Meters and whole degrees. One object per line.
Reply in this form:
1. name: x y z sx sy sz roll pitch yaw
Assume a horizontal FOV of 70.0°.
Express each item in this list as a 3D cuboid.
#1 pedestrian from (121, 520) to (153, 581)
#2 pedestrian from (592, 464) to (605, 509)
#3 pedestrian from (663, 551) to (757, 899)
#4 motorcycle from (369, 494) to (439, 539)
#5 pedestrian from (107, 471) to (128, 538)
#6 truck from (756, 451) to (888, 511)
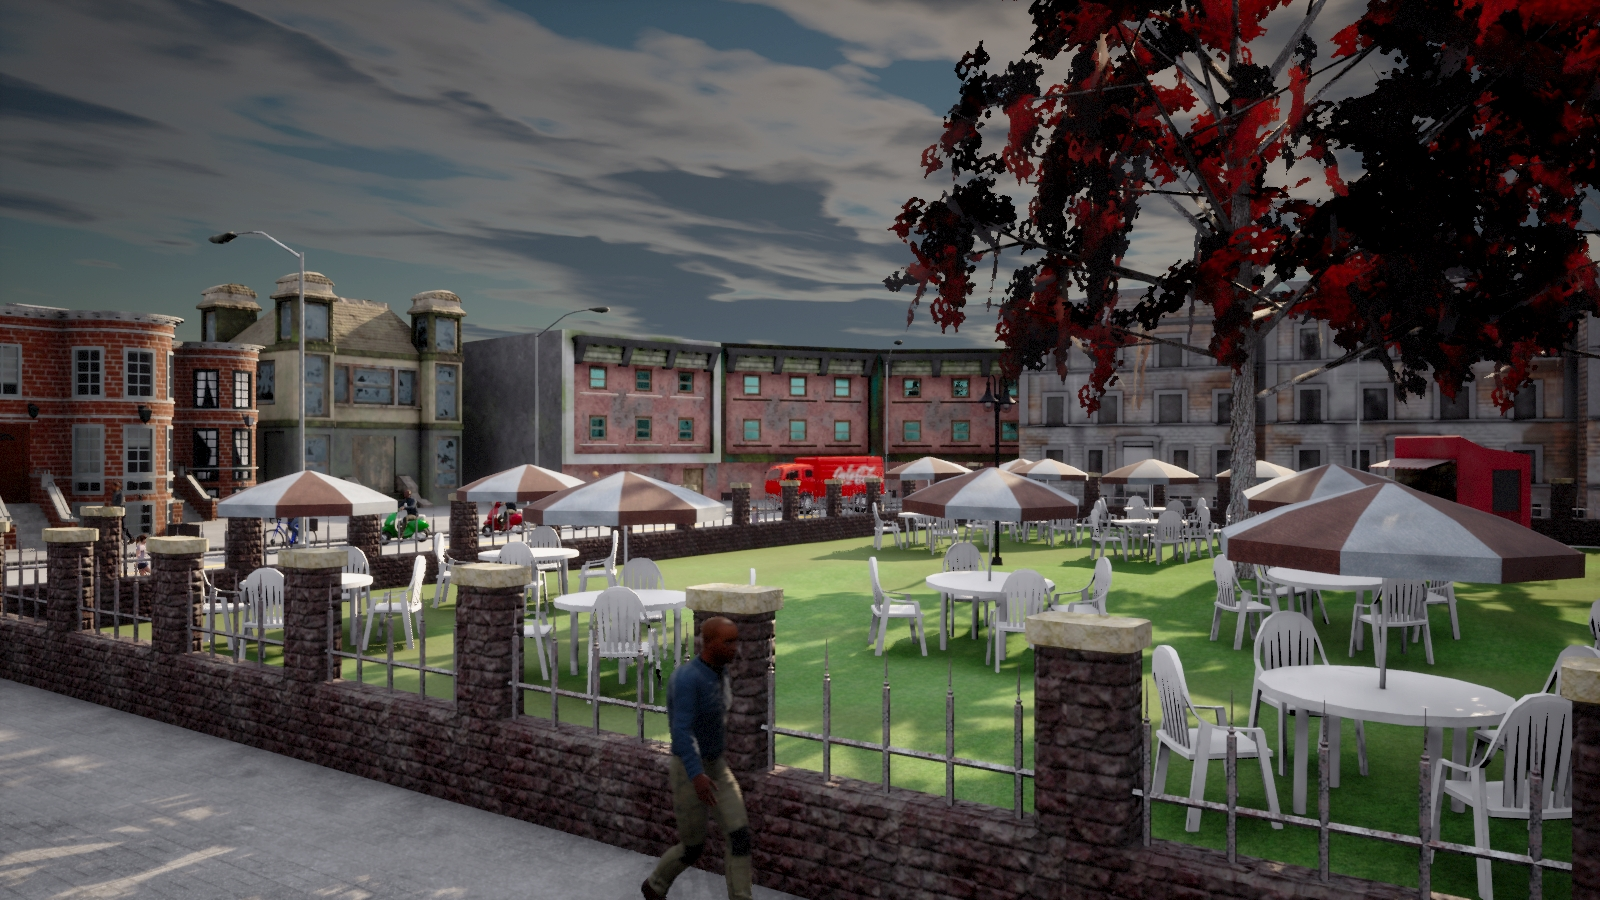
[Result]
1. pedestrian: -12.513 1.887 21.560 0.500 1.100 0.500 0 0 -34
2. pedestrian: -8.394 1.512 47.583 0.375 1.860 0.375 0 0 -39
3. pedestrian: -0.503 1.523 6.412 0.375 1.860 0.375 0 0 35
4. motorcycle: -11.759 1.950 33.969 0.856 1.236 1.805 0 0 35
5. pedestrian: -19.123 1.512 32.017 0.375 1.860 0.375 0 0 38
6. truck: 0.986 1.325 50.660 5.204 2.467 2.627 -1 0 -30
